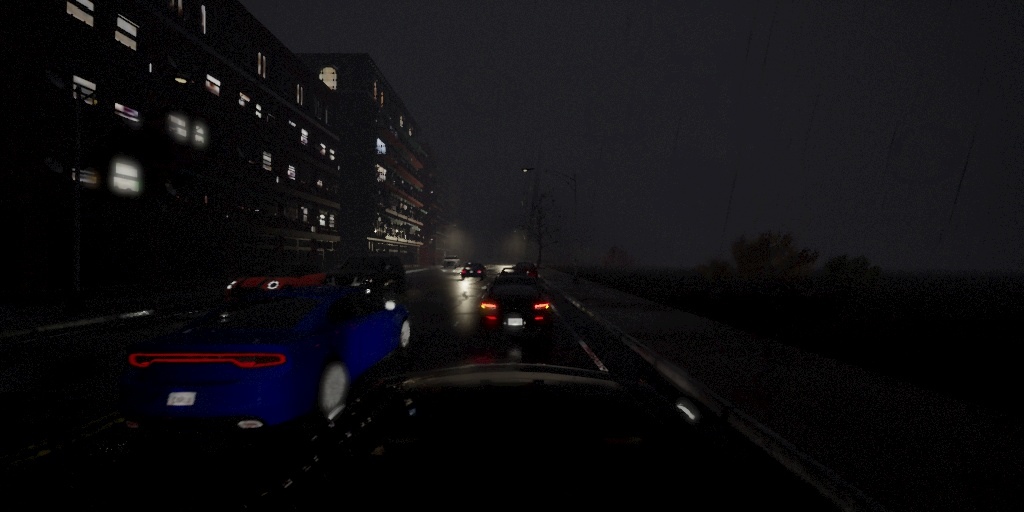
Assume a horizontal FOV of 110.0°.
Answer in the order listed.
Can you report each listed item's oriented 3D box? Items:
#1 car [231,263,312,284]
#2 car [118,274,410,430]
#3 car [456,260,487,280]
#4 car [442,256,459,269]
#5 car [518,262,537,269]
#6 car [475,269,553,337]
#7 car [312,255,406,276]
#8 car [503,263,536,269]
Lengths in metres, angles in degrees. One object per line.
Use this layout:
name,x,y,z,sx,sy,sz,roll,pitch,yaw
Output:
car,-9.879,1.104,15.527,2.097,1.767,4.553,0,0,0
car,-3.160,1.228,5.900,1.882,1.535,5.008,0,0,0
car,-3.211,1.301,30.693,2.033,1.411,5.357,0,0,0
car,-9.947,0.976,58.890,2.150,2.045,5.566,0,0,0
car,1.081,1.232,29.863,1.882,1.535,5.008,0,0,0
car,0.075,1.277,10.168,1.812,1.442,4.674,0,0,0
car,-6.632,0.974,16.788,2.150,2.045,5.566,0,0,0
car,0.063,1.317,20.335,1.994,1.385,4.181,0,0,0
